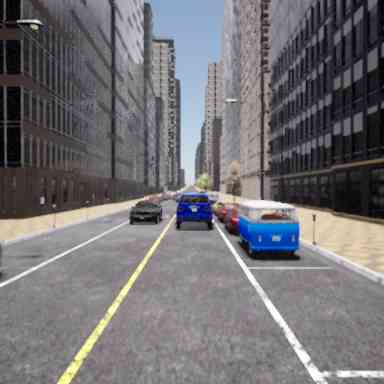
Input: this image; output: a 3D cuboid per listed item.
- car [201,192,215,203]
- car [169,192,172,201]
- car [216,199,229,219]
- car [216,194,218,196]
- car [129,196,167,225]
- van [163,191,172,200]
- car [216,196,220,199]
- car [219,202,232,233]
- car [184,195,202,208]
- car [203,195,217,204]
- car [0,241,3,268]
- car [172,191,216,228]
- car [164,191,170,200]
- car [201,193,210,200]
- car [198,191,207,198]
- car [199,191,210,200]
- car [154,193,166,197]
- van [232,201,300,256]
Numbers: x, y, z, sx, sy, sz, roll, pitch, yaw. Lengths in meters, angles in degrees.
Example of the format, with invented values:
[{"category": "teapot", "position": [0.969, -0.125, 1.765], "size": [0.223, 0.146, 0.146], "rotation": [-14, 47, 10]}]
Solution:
[{"category": "car", "position": [2.784, 0.871, 58.070], "size": [2.192, 1.841, 5.009], "rotation": [0, 1, 0]}, {"category": "car", "position": [-2.917, 1.030, 63.973], "size": [1.812, 1.442, 4.674], "rotation": [0, 1, 1]}, {"category": "car", "position": [2.728, 1.410, 23.888], "size": [1.802, 1.307, 4.206], "rotation": [0, 0, 0]}, {"category": "car", "position": [2.756, 1.250, 40.980], "size": [2.008, 1.369, 4.403], "rotation": [0, 0, 0]}, {"category": "car", "position": [-3.062, 1.312, 22.963], "size": [1.882, 1.535, 5.008], "rotation": [0, 0, 0]}, {"category": "van", "position": [-5.569, 0.747, 75.176], "size": [1.690, 1.788, 3.998], "rotation": [0, 1, 0]}, {"category": "car", "position": [2.737, 1.310, 29.754], "size": [1.752, 1.417, 4.829], "rotation": [0, 0, 0]}, {"category": "car", "position": [2.719, 1.452, 18.191], "size": [1.802, 1.307, 4.206], "rotation": [0, 0, 0]}, {"category": "car", "position": [0.167, 1.183, 42.066], "size": [2.128, 1.511, 4.902], "rotation": [0, 0, 0]}, {"category": "car", "position": [2.775, 1.150, 52.375], "size": [1.887, 1.381, 4.507], "rotation": [0, 1, 0]}, {"category": "car", "position": [-5.680, 1.503, 6.811], "size": [2.008, 1.369, 4.403], "rotation": [0, 0, 0]}, {"category": "car", "position": [0.136, 1.071, 21.182], "size": [2.150, 2.045, 5.566], "rotation": [0, 1, 0]}, {"category": "car", "position": [-5.578, 1.038, 69.479], "size": [1.802, 1.307, 4.206], "rotation": [0, 1, 0]}, {"category": "car", "position": [2.803, 0.980, 69.634], "size": [1.752, 1.417, 4.829], "rotation": [0, 1, 0]}, {"category": "car", "position": [2.840, 0.564, 92.251], "size": [2.192, 1.841, 5.009], "rotation": [0, 1, 0]}, {"category": "car", "position": [2.812, 0.721, 75.161], "size": [2.192, 1.841, 5.009], "rotation": [0, 1, 0]}, {"category": "car", "position": [-5.605, 1.187, 52.390], "size": [1.802, 1.307, 4.206], "rotation": [0, 0, 0]}, {"category": "van", "position": [2.709, 1.253, 12.492], "size": [1.690, 1.788, 3.998], "rotation": [0, 0, 0]}]
